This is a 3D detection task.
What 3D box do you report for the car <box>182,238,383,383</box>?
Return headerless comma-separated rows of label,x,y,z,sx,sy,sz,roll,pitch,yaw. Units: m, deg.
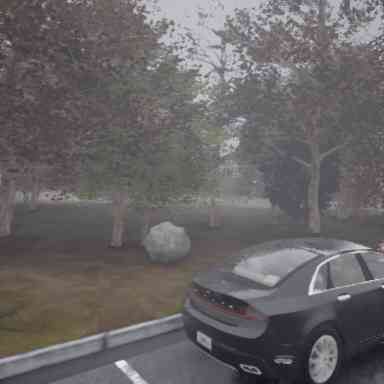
car,2.168,1.497,5.299,4.892,1.521,2.231,0,0,-33
